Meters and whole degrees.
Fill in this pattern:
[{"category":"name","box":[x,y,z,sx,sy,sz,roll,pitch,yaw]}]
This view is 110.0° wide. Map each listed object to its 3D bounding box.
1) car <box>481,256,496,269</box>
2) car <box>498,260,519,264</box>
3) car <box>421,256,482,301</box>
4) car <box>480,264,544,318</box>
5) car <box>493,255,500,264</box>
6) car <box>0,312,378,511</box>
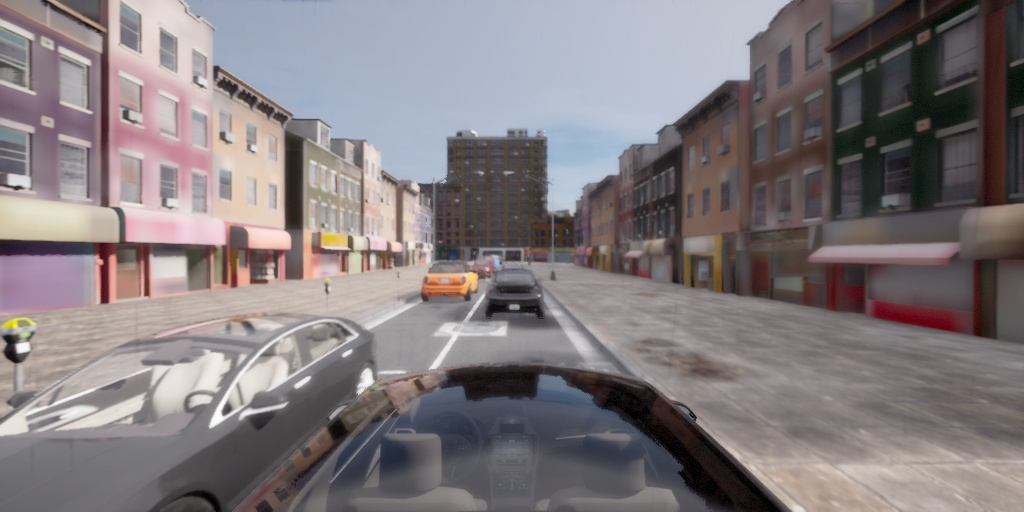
[{"category":"car","box":[-2.668,1.057,30.453,1.967,1.591,4.097,0,0,0]},{"category":"car","box":[0.064,1.224,29.058,1.895,1.301,4.718,0,0,0]},{"category":"car","box":[-2.766,1.031,16.879,2.097,1.767,4.553,0,0,0]},{"category":"car","box":[0.079,1.203,12.684,1.837,1.490,4.892,0,0,0]},{"category":"car","box":[-2.673,0.906,35.898,2.192,1.841,5.009,0,0,0]},{"category":"car","box":[-2.639,1.293,3.233,2.007,1.370,4.403,0,0,0]}]
